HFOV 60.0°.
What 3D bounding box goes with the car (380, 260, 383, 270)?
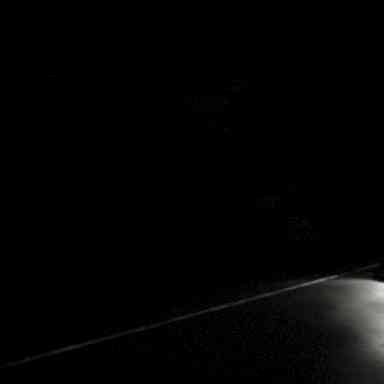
[{"bbox_3d":[7.400,1.486,9.215,5.357,1.411,2.033,0,0,-35],"label":"car"}]
